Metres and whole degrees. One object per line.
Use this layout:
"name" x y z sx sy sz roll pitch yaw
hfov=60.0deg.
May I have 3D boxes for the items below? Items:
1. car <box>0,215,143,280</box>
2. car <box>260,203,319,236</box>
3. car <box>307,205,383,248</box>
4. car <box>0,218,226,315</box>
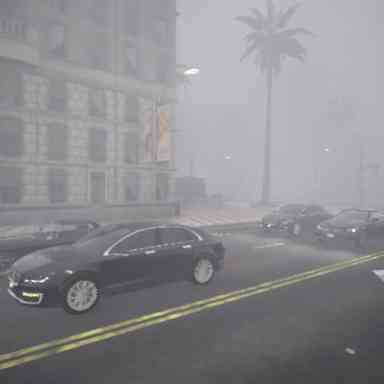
"car" -4.012 1.495 9.893 4.718 1.301 1.895 0 1 -39
"car" 5.651 1.381 17.698 4.892 1.490 1.837 0 1 -39
"car" 7.266 1.438 14.510 4.674 1.442 1.812 0 1 -39
"car" -1.368 1.433 7.532 4.892 1.490 1.837 0 0 -39
